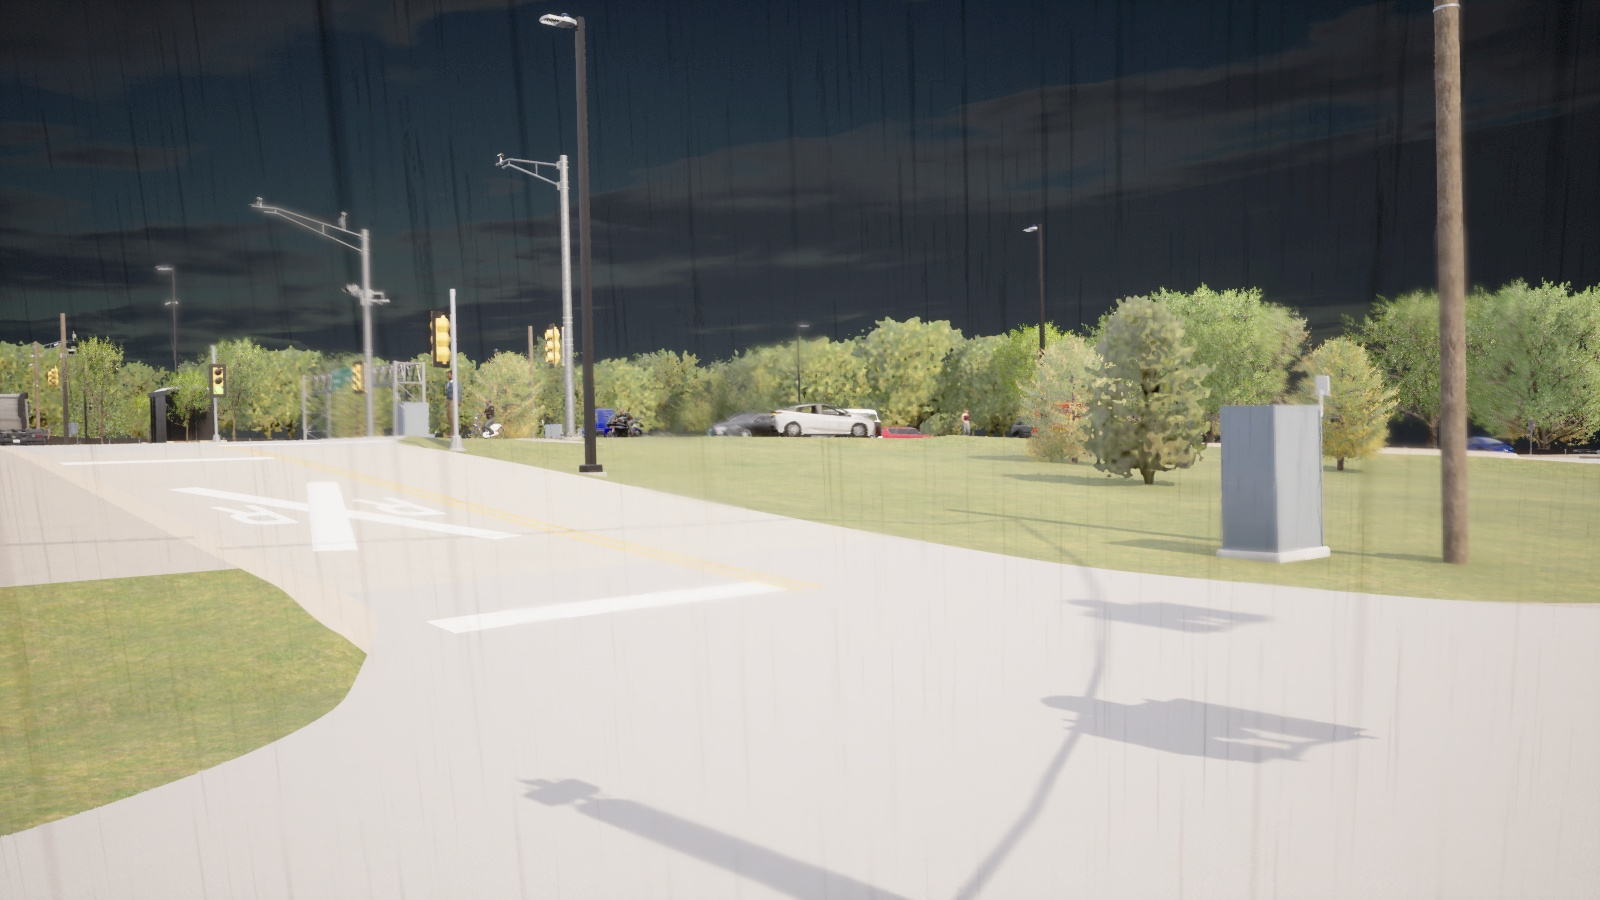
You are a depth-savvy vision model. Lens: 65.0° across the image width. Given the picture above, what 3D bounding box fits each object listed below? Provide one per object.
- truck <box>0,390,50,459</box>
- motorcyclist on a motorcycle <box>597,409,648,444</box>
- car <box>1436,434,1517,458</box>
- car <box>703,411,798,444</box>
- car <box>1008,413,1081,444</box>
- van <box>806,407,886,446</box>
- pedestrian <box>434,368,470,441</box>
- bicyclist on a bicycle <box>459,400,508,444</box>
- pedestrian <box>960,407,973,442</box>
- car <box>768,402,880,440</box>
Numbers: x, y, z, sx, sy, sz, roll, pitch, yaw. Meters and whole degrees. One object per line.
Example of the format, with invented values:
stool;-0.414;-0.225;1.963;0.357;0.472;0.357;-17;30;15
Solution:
truck;-42.451;-1.261;66.998;2.891;3.462;7.936;-2;1;-39
motorcyclist on a motorcycle;-7.994;-1.046;56.679;0.866;1.530;2.191;-1;-1;44
car;46.358;-0.292;86.197;1.882;1.535;5.008;2;0;-16
car;-2.431;-1.098;62.692;2.128;1.511;4.902;-1;-1;36
car;15.162;-1.308;78.113;1.932;1.855;4.605;1;0;-29
van;2.605;-1.298;70.299;2.069;2.038;4.480;-1;-1;43
pedestrian;-9.453;-1.232;34.093;0.788;1.949;0.423;-2;1;-39
bicyclist on a bicycle;-13.019;-1.157;51.704;1.843;1.776;0.659;-1;0;-43
pedestrian;8.629;-1.328;65.200;0.345;1.836;0.594;-2;1;-28
car;0.987;-1.237;53.507;4.514;1.525;2.007;0;-1;-9
